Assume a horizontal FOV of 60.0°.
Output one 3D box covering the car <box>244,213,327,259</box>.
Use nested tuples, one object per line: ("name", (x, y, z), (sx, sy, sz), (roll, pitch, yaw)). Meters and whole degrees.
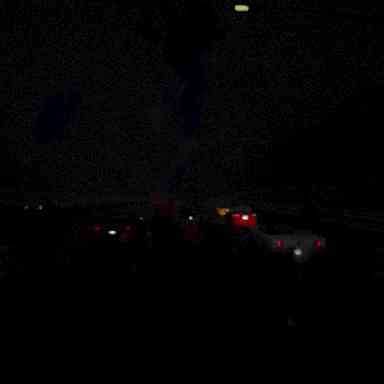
("car", (3.495, 1.733, 13.153), (1.895, 1.301, 4.718), (0, -1, 0))

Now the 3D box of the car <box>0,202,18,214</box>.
("car", (-21.100, 1.884, 36.624), (2.128, 1.511, 4.902), (0, -1, 0))

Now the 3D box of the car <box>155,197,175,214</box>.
("car", (-3.413, 1.680, 42.005), (2.150, 2.045, 5.566), (0, -1, 0))

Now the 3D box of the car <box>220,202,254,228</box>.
("car", (3.492, 1.753, 24.160), (2.163, 1.488, 4.792), (0, -1, 0))

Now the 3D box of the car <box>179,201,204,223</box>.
("car", (-0.073, 1.805, 28.633), (1.837, 1.490, 4.892), (0, 0, 0))

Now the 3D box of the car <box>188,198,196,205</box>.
("car", (-0.028, 2.423, 88.400), (2.097, 1.767, 4.553), (0, -1, 0))

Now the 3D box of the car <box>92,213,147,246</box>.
("car", (-3.406, 1.728, 16.212), (1.994, 1.385, 4.181), (0, -1, 0))

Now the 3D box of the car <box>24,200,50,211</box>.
("car", (-17.599, 1.772, 38.827), (2.097, 1.767, 4.553), (0, -1, 0))

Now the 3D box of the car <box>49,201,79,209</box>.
("car", (-14.102, 1.934, 37.894), (1.812, 1.442, 4.674), (0, -1, 0))

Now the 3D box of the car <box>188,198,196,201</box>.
("car", (-0.024, 2.373, 73.503), (1.837, 1.490, 4.892), (0, -1, 0))

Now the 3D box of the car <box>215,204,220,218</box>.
("car", (3.488, 1.834, 35.327), (1.801, 1.575, 5.366), (0, -1, 0))
